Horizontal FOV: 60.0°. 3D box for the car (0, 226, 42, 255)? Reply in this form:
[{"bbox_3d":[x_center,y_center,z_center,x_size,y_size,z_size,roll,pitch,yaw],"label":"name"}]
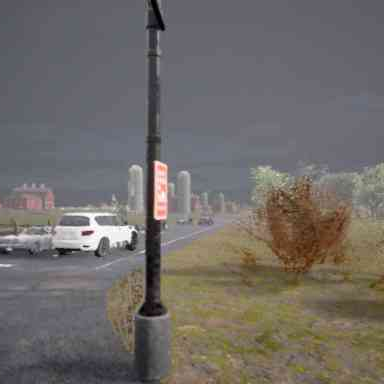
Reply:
[{"bbox_3d":[-8.019,2.472,17.587,1.895,1.301,4.718,0,-3,12],"label":"car"}]

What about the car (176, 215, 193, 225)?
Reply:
[{"bbox_3d":[-1.135,4.400,52.653,2.128,1.511,4.902,0,-3,11],"label":"car"}]

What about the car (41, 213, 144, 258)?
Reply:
[{"bbox_3d":[-4.643,2.060,16.790,2.150,2.045,5.566,-1,-3,14],"label":"car"}]

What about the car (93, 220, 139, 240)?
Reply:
[{"bbox_3d":[-6.116,3.035,27.321,1.895,1.301,4.718,0,-3,11],"label":"car"}]

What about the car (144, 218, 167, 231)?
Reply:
[{"bbox_3d":[-4.139,3.528,37.532,1.837,1.490,4.892,0,-3,11],"label":"car"}]

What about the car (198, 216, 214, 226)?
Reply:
[{"bbox_3d":[2.095,4.327,50.728,1.812,1.442,4.674,0,-3,11],"label":"car"}]
